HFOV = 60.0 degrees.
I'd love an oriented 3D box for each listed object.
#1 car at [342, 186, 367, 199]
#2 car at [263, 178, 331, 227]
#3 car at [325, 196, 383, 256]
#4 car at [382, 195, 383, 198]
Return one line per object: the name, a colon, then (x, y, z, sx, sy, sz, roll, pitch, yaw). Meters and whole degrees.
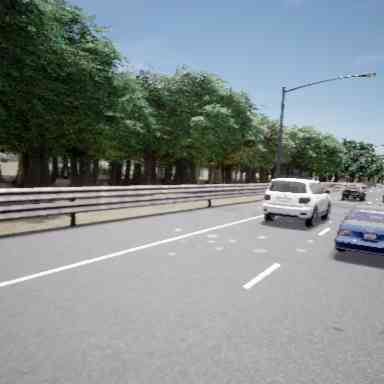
car: (16.773, 0.115, 34.366, 1.837, 1.490, 4.892, 5, 5, 33)
car: (5.290, 0.381, 16.298, 2.150, 2.045, 5.566, 5, 5, 32)
car: (5.890, 1.113, 10.697, 2.033, 1.411, 5.357, 5, 4, 31)
car: (20.591, 0.382, 33.835, 1.812, 1.442, 4.674, 6, 5, 33)
